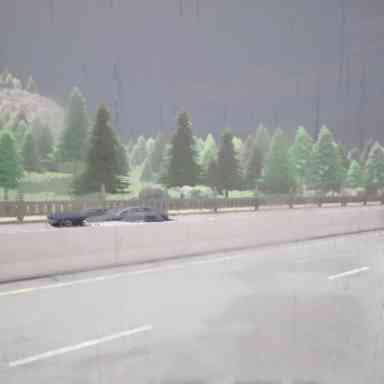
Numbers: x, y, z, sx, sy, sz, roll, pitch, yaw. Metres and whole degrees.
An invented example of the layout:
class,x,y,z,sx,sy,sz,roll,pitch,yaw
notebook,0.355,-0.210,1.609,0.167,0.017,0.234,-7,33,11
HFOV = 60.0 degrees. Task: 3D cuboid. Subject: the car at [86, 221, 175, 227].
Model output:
class,x,y,z,sx,sy,sz,roll,pitch,yaw
car,-2.477,1.592,15.175,4.718,1.301,1.895,0,0,-36
